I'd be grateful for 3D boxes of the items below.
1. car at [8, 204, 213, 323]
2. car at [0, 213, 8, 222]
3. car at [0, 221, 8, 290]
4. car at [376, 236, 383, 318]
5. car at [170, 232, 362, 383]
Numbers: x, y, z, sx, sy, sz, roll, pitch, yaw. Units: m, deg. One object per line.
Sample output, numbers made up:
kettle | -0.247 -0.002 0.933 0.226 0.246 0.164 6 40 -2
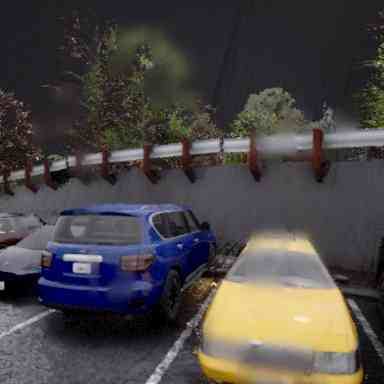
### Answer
car | -0.939 1.283 7.587 2.435 2.045 5.566 -1 -1 15
car | -5.873 1.465 11.044 2.185 1.767 4.553 -1 -1 16
car | -3.414 1.592 9.282 2.163 1.488 4.792 0 -1 16
car | 3.957 1.226 4.011 2.435 2.045 5.566 0 -1 16
car | 1.465 1.500 5.616 1.946 1.575 5.366 0 -1 16
